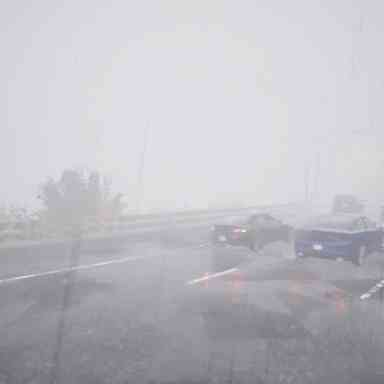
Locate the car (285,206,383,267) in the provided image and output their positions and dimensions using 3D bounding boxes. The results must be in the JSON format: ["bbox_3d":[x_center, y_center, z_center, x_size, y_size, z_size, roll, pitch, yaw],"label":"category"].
[{"bbox_3d":[5.341,1.480,11.695,1.882,1.535,5.008,0,0,41],"label":"car"}]

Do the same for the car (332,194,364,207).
[{"bbox_3d":[13.885,1.228,29.520,2.150,2.045,5.566,0,0,31],"label":"car"}]

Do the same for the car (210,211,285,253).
[{"bbox_3d":[2.605,1.528,13.874,1.812,1.442,4.674,0,0,41],"label":"car"}]
